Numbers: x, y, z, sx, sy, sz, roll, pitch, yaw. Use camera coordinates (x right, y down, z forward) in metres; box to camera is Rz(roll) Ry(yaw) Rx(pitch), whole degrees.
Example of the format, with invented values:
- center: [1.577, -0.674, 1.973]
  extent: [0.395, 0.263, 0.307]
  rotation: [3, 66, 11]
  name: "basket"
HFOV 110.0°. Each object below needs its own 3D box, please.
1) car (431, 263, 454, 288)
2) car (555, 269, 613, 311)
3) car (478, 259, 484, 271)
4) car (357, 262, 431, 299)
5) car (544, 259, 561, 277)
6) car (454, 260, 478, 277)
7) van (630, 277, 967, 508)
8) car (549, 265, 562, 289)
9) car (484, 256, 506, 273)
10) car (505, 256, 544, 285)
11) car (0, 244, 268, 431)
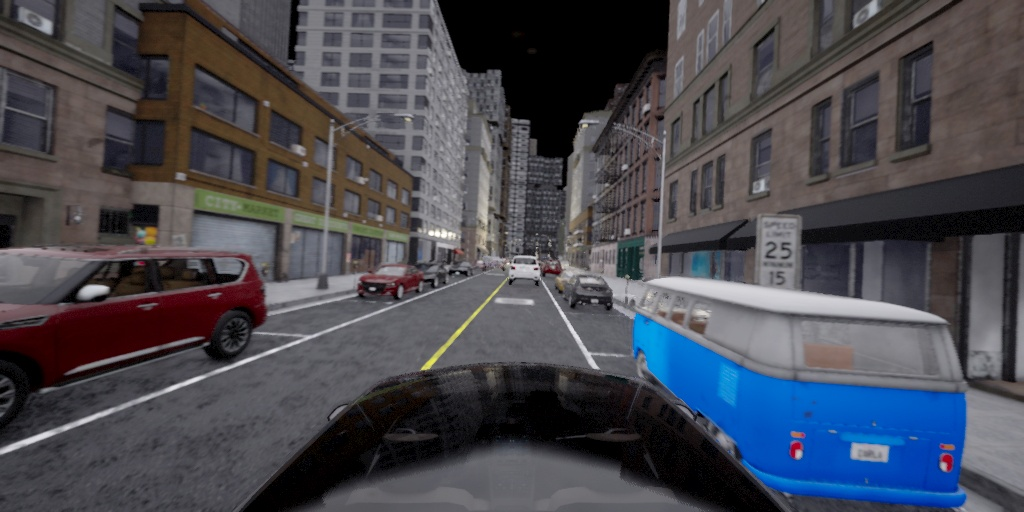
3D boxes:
- center: [-5.079, 1.066, 21.701]
  extent: [1.948, 1.339, 4.313]
  rotation: [0, 0, 2]
  name: "car"
- center: [3.188, 1.469, 15.730]
  extent: [2.007, 1.370, 4.403]
  rotation: [0, 0, 2]
  name: "car"
- center: [-4.119, 1.136, 44.117]
  extent: [1.802, 1.307, 4.207]
  rotation: [0, 0, 2]
  name: "car"
- center: [-5.319, 1.031, 16.096]
  extent: [1.888, 1.381, 4.507]
  rotation: [0, 0, 2]
  name: "car"
- center: [4.148, 1.288, 38.148]
  extent: [2.192, 1.841, 5.009]
  rotation: [0, 0, 2]
  name: "car"
- center: [-4.599, 1.093, 32.909]
  extent: [1.948, 1.339, 4.313]
  rotation: [0, 0, 2]
  name: "car"
- center: [2.708, 1.231, 4.523]
  extent: [1.690, 1.789, 3.998]
  rotation: [0, 0, 2]
  name: "van"
- center: [3.435, 1.458, 21.505]
  extent: [1.751, 1.417, 4.829]
  rotation: [0, 0, 2]
  name: "car"
- center: [-1.559, 0.860, 38.169]
  extent: [1.812, 1.442, 4.674]
  rotation: [3, 0, 2]
  name: "car"
- center: [0.964, 1.031, 27.142]
  extent: [2.150, 2.045, 5.566]
  rotation: [3, 0, 2]
  name: "car"
- center: [-5.799, 0.772, 4.888]
  extent: [2.192, 1.841, 5.009]
  rotation: [0, 0, 2]
  name: "car"
